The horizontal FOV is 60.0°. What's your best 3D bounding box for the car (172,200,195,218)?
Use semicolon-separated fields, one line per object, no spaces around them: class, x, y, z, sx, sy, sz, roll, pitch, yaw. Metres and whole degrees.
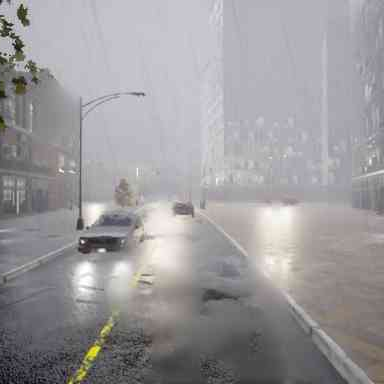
car;-0.821;1.483;30.786;1.882;1.535;5.008;0;0;-3

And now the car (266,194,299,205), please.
car;13.939;1.201;51.523;5.009;1.841;2.192;0;-1;15

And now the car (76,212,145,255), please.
car;-3.025;1.549;13.620;2.033;1.411;5.357;0;0;-1

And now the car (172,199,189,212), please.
car;-1.504;1.607;40.661;1.895;1.301;4.718;0;0;-4
